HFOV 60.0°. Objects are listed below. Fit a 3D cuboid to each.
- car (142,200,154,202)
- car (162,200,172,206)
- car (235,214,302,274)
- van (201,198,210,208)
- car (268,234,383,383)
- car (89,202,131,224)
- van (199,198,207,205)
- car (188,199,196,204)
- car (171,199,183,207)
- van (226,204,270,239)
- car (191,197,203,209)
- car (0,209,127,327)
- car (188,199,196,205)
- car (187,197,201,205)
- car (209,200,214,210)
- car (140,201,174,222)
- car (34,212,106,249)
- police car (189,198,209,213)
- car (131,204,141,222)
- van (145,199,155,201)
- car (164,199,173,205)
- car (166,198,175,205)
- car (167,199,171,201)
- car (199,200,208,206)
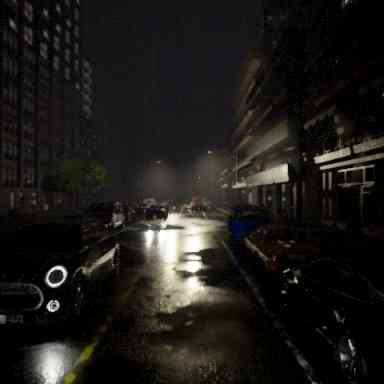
[{"bbox_3d":[-5.703,1.996,38.256,2.008,1.369,4.403,0,-1,0],"label":"car"},{"bbox_3d":[-5.714,2.476,76.912,2.008,1.369,4.403,0,-1,0],"label":"car"},{"bbox_3d":[2.685,1.648,10.815,1.752,1.417,4.829,0,-1,0],"label":"car"},{"bbox_3d":[2.670,2.125,65.872,1.690,1.788,3.998,0,-1,0],"label":"van"},{"bbox_3d":[2.687,1.624,5.122,1.947,1.339,4.313,0,-1,0],"label":"car"},{"bbox_3d":[-5.699,1.563,21.691,2.192,1.841,5.009,0,-1,0],"label":"car"},{"bbox_3d":[2.665,2.338,82.439,1.690,1.788,3.998,0,-1,0],"label":"van"},{"bbox_3d":[-0.022,2.537,90.742,2.033,1.411,5.357,0,-1,0],"label":"car"},{"bbox_3d":[-3.019,2.322,71.551,1.882,1.535,5.008,0,-1,0],"label":"car"},{"bbox_3d":[2.683,1.525,16.171,1.690,1.788,3.998,0,-1,0],"label":"van"},{"bbox_3d":[0.884,1.950,61.189,2.150,2.045,5.566,0,-1,0],"label":"car"},{"bbox_3d":[-3.055,1.437,7.479,2.097,1.767,4.553,0,-1,0],"label":"car"},{"bbox_3d":[-0.021,2.301,77.836,1.837,1.490,4.892,0,-1,0],"label":"car"},{"bbox_3d":[0.642,1.996,55.122,2.097,1.767,4.553,0,-1,0],"label":"car"},{"bbox_3d":[2.673,2.197,54.825,2.008,1.369,4.403,0,-1,0],"label":"car"},{"bbox_3d":[-3.106,1.843,30.381,2.128,1.511,4.902,0,-1,0],"label":"car"},{"bbox_3d":[-5.697,1.750,16.166,1.947,1.339,4.313,0,-1,0],"label":"car"},{"bbox_3d":[0.888,1.955,45.266,1.930,1.638,5.238,0,-1,0],"label":"police car"},{"bbox_3d":[-5.700,1.864,27.211,2.008,1.369,4.403,0,-1,0],"label":"car"},{"bbox_3d":[-5.705,1.852,43.780,1.690,1.788,3.998,0,-1,0],"label":"van"},{"bbox_3d":[-5.715,2.548,82.435,2.008,1.369,4.403,0,-1,0],"label":"car"},{"bbox_3d":[-5.717,2.509,87.959,1.967,1.590,4.097,0,-1,0],"label":"car"},{"bbox_3d":[-5.711,2.224,65.870,1.967,1.590,4.097,0,-1,0],"label":"car"},{"bbox_3d":[2.667,2.470,76.914,1.887,1.381,4.507,0,-1,0],"label":"car"}]
